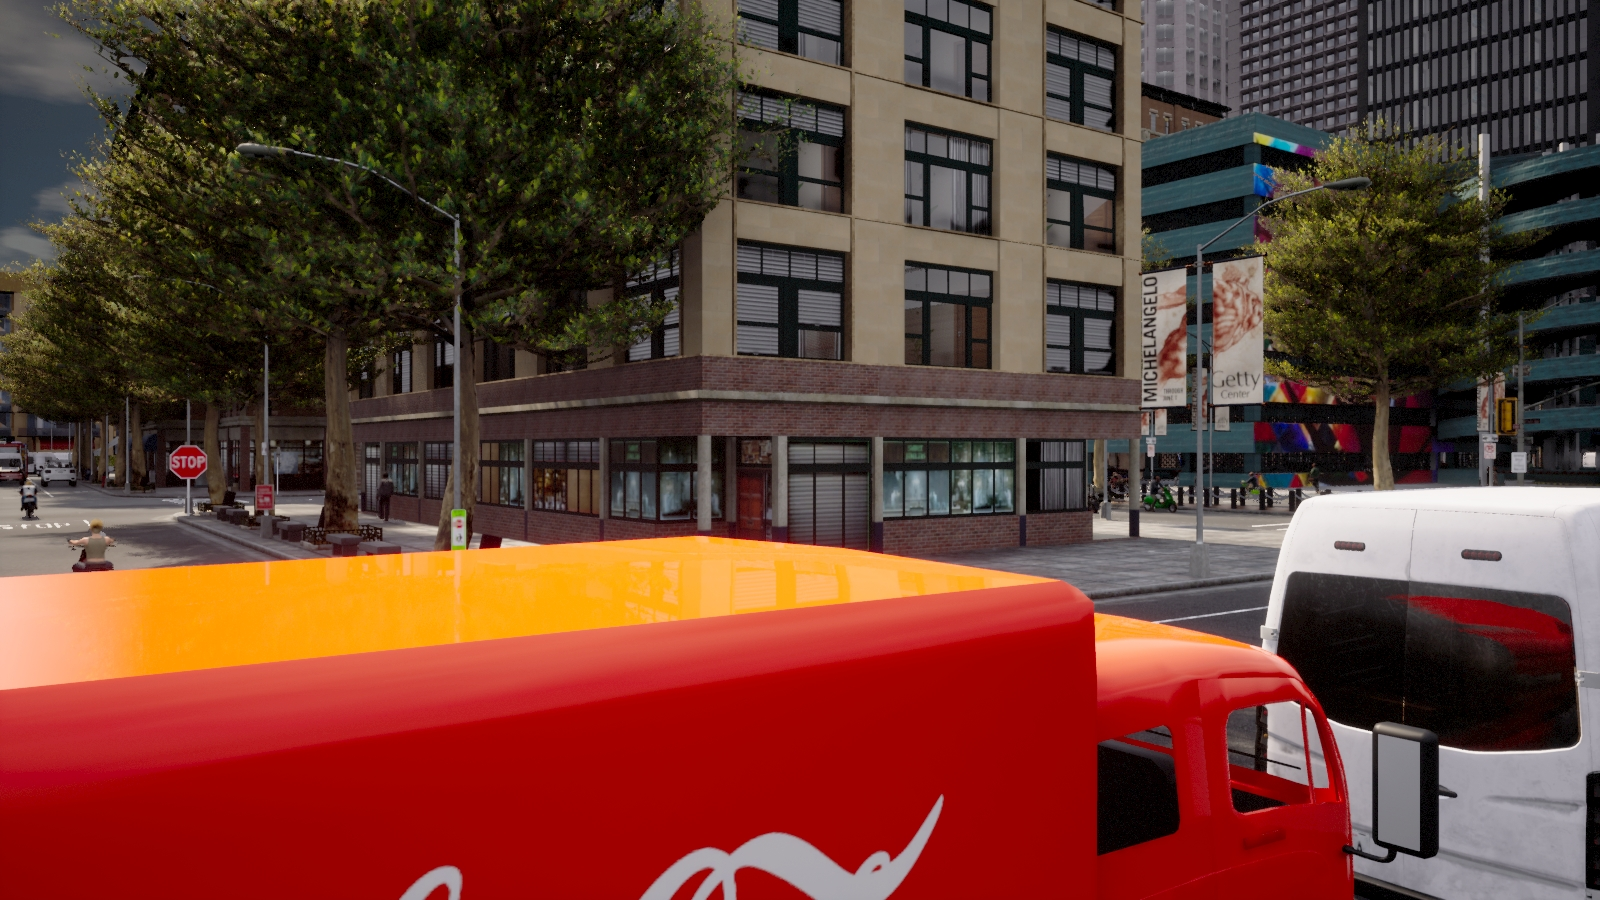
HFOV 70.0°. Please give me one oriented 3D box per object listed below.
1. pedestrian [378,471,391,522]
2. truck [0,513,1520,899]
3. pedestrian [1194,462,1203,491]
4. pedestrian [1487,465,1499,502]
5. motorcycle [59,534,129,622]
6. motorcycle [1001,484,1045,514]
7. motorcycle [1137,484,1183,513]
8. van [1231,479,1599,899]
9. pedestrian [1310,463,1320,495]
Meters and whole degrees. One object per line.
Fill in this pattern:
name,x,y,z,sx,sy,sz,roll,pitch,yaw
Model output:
pedestrian,-15.238,1.691,41.910,0.375,1.860,0.375,0,0,-36
truck,-0.425,1.567,3.494,5.204,2.467,2.627,0,0,-35
pedestrian,25.621,1.672,73.474,0.375,1.860,0.375,0,0,-23
pedestrian,34.660,1.674,57.154,0.375,1.860,0.375,0,0,-29
motorcycle,-12.252,2.169,19.788,0.764,1.277,2.356,0,0,-38
motorcycle,9.850,2.168,50.457,0.856,1.236,1.805,0,0,-36
motorcycle,16.126,2.166,51.225,0.856,1.236,1.805,0,0,-35
van,5.568,1.531,7.705,5.915,2.561,1.988,0,0,-35
pedestrian,29.859,1.673,66.201,0.375,1.860,0.375,0,0,-24
